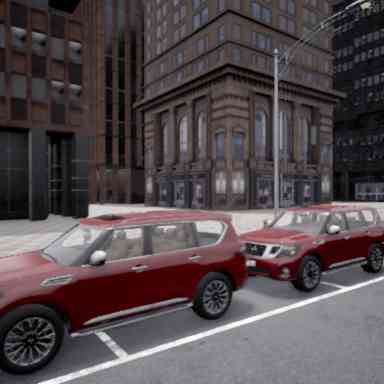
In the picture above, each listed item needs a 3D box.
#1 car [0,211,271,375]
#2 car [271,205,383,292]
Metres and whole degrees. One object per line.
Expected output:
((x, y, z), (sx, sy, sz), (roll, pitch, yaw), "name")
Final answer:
((-1.219, 1.312, 5.780), (5.009, 1.841, 2.192), (0, 0, -35), "car")
((3.403, 1.303, 9.077), (5.009, 1.841, 2.192), (0, 0, -35), "car")
